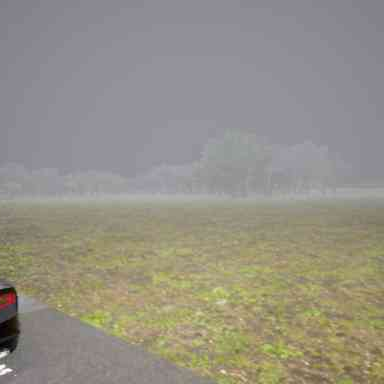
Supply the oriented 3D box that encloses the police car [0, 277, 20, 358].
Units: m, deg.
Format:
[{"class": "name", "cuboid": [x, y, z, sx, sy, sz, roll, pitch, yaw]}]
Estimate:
[{"class": "police car", "cuboid": [-4.509, 1.468, 5.118, 5.238, 1.638, 1.930, -1, 0, 41]}]
